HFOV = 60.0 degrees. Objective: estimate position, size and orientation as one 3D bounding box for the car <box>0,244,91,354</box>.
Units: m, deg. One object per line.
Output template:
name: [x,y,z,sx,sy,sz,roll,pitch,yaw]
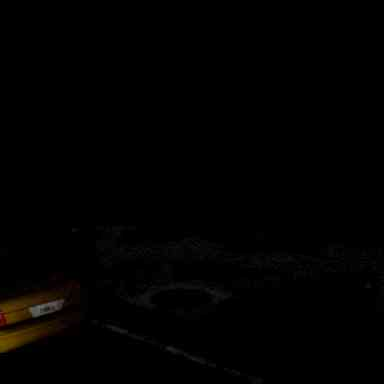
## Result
car: [-3.757,1.469,5.773,4.829,1.417,1.752,1,0,37]
